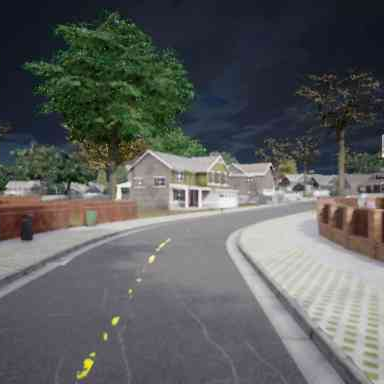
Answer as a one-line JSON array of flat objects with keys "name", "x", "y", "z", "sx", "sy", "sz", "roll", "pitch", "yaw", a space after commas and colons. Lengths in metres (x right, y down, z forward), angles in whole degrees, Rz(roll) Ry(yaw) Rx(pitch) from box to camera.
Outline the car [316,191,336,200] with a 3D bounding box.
[{"name": "car", "x": 20.620, "y": 1.101, "z": 51.615, "sx": 1.882, "sy": 1.535, "sz": 5.008, "roll": -1, "pitch": 0, "yaw": 32}]

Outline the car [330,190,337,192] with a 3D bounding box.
[{"name": "car", "x": 26.111, "y": 0.670, "z": 60.255, "sx": 2.150, "sy": 2.045, "sz": 5.566, "roll": -1, "pitch": 1, "yaw": 32}]
